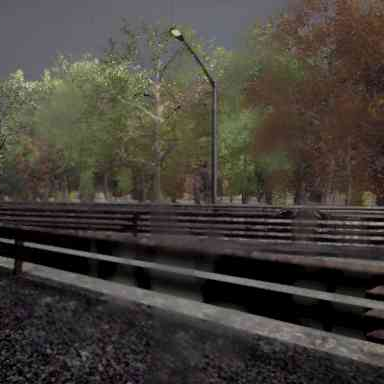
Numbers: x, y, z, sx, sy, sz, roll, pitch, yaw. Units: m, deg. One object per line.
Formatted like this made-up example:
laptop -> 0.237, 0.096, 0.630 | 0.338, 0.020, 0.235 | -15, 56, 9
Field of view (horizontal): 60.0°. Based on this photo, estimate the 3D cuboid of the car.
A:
car -> 5.055, 1.576, 17.016 | 4.892, 1.490, 1.837 | 0, 0, 20
